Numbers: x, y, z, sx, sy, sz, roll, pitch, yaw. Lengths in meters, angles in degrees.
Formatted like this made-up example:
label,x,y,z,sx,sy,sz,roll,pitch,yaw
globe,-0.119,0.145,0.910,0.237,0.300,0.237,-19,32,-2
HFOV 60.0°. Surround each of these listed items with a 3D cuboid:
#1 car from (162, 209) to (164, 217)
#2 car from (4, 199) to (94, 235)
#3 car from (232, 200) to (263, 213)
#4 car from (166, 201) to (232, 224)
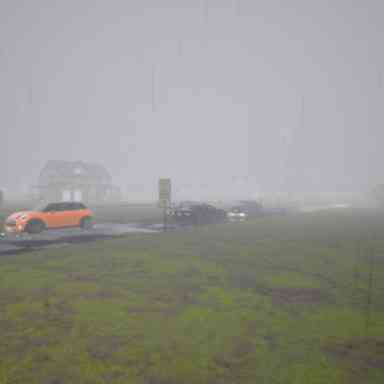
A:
label,x,y,z,sx,sy,sz,roll,pitch,yaw
car,-0.530,1.504,28.586,2.128,1.511,4.902,0,0,36
car,-7.885,1.315,18.672,2.097,1.767,4.553,0,0,39
car,6.278,1.610,38.032,2.033,1.411,5.357,0,0,36
car,0.589,1.568,25.144,2.033,1.411,5.357,0,0,36
